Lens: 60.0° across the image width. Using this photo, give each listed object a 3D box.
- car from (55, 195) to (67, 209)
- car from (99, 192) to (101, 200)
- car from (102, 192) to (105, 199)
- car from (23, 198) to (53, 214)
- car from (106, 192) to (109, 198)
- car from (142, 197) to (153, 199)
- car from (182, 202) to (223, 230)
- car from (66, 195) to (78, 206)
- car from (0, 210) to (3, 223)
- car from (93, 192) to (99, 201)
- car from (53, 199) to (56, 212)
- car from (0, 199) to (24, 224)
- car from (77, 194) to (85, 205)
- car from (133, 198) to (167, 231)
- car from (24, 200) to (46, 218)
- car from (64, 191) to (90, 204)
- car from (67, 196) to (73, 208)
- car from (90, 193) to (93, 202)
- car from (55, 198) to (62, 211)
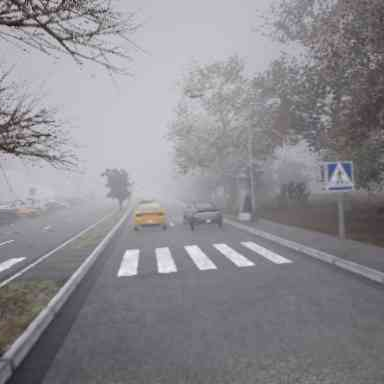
[{"bbox_3d":[-20.213,1.803,46.018,4.553,1.767,2.185,-4,1,-28],"label":"car"},{"bbox_3d":[-24.734,1.308,78.731,4.553,1.767,2.185,-4,2,-28],"label":"car"},{"bbox_3d":[-25.595,1.375,84.666,4.892,1.521,2.231,-4,1,-28],"label":"car"},{"bbox_3d":[-18.966,1.789,37.092,5.566,2.045,2.435,-4,1,-28],"label":"car"},{"bbox_3d":[-26.456,1.067,90.589,5.566,2.045,2.435,-4,1,-28],"label":"car"},{"bbox_3d":[-5.406,1.349,40.774,1.882,1.535,5.008,-3,1,-8],"label":"car"},{"bbox_3d":[0.534,1.333,20.105,2.128,1.511,4.902,-3,0,-8],"label":"car"},{"bbox_3d":[-21.003,1.833,51.979,5.008,1.535,2.097,-4,2,-28],"label":"car"},{"bbox_3d":[-17.268,2.157,25.214,4.674,1.452,2.002,-4,0,-28],"label":"car"},{"bbox_3d":[-23.960,1.258,72.753,5.566,2.045,2.435,-4,2,-28],"label":"car"},{"bbox_3d":[-19.366,2.036,40.067,4.792,1.488,2.163,-4,2,-28],"label":"car"},{"bbox_3d":[-17.672,1.855,28.205,5.566,2.045,2.435,-4,0,-28],"label":"car"},{"bbox_3d":[-21.818,1.759,57.939,4.792,1.488,2.163,-4,1,-28],"label":"car"},{"bbox_3d":[-2.665,1.461,21.079,1.882,1.535,5.008,-3,1,-8],"label":"car"},{"bbox_3d":[-18.351,2.051,34.224,5.366,1.575,1.946,-4,1,-28],"label":"car"},{"bbox_3d":[-22.252,1.430,60.906,5.566,2.045,2.435,-4,1,-28],"label":"car"},{"bbox_3d":[-20.594,1.922,49.007,4.674,1.452,2.002,-4,1,-28],"label":"car"},{"bbox_3d":[-22.513,1.620,63.955,5.366,1.575,1.946,-4,1,-28],"label":"car"},{"bbox_3d":[-19.761,2.012,43.066,4.674,1.452,2.002,-4,1,-28],"label":"car"}]
